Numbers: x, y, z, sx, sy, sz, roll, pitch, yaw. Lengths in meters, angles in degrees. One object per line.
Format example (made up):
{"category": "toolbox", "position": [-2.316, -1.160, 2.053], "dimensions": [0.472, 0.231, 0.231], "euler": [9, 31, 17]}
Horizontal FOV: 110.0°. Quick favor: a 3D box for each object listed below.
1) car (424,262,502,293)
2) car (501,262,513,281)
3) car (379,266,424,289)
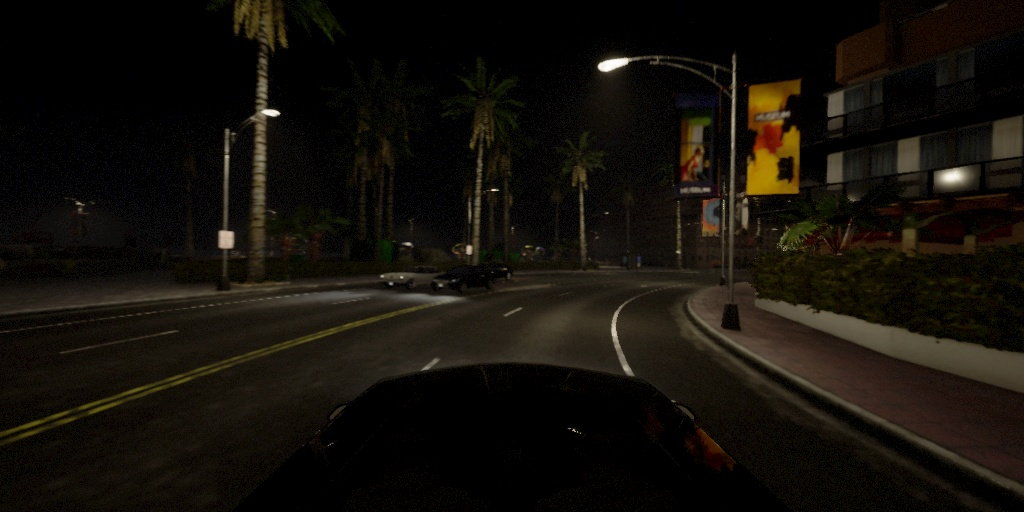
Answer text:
{"category": "car", "position": [-2.597, 1.234, 20.280], "dimensions": [1.812, 1.442, 4.674], "euler": [1, 0, 26]}
{"category": "car", "position": [-1.762, 1.215, 28.327], "dimensions": [1.837, 1.490, 4.892], "euler": [1, 1, 34]}
{"category": "car", "position": [-5.733, 1.248, 21.838], "dimensions": [1.895, 1.301, 4.718], "euler": [1, 0, 26]}
